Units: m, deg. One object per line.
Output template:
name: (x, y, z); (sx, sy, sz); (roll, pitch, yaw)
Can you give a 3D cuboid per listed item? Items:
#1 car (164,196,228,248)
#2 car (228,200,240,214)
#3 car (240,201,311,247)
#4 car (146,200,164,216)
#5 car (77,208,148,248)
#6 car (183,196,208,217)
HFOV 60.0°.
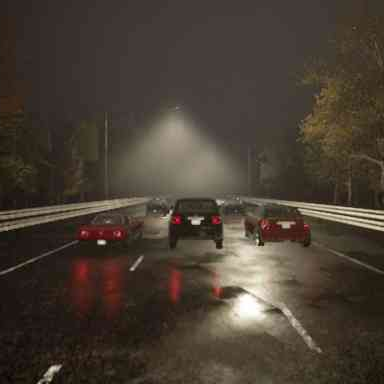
car: (0.167, 1.203, 14.937); (2.150, 2.045, 5.566); (0, 0, 0)
car: (3.843, 1.450, 31.299); (2.128, 1.511, 4.902); (0, 0, 1)
car: (3.657, 1.333, 14.970); (2.097, 1.767, 4.553); (0, 0, 1)
car: (-3.158, 1.449, 31.347); (2.128, 1.511, 4.902); (0, 0, 1)
car: (-3.346, 1.582, 14.616); (1.895, 1.301, 4.718); (0, 0, 1)
car: (0.338, 1.311, 31.067); (2.097, 1.767, 4.553); (0, 0, 1)
